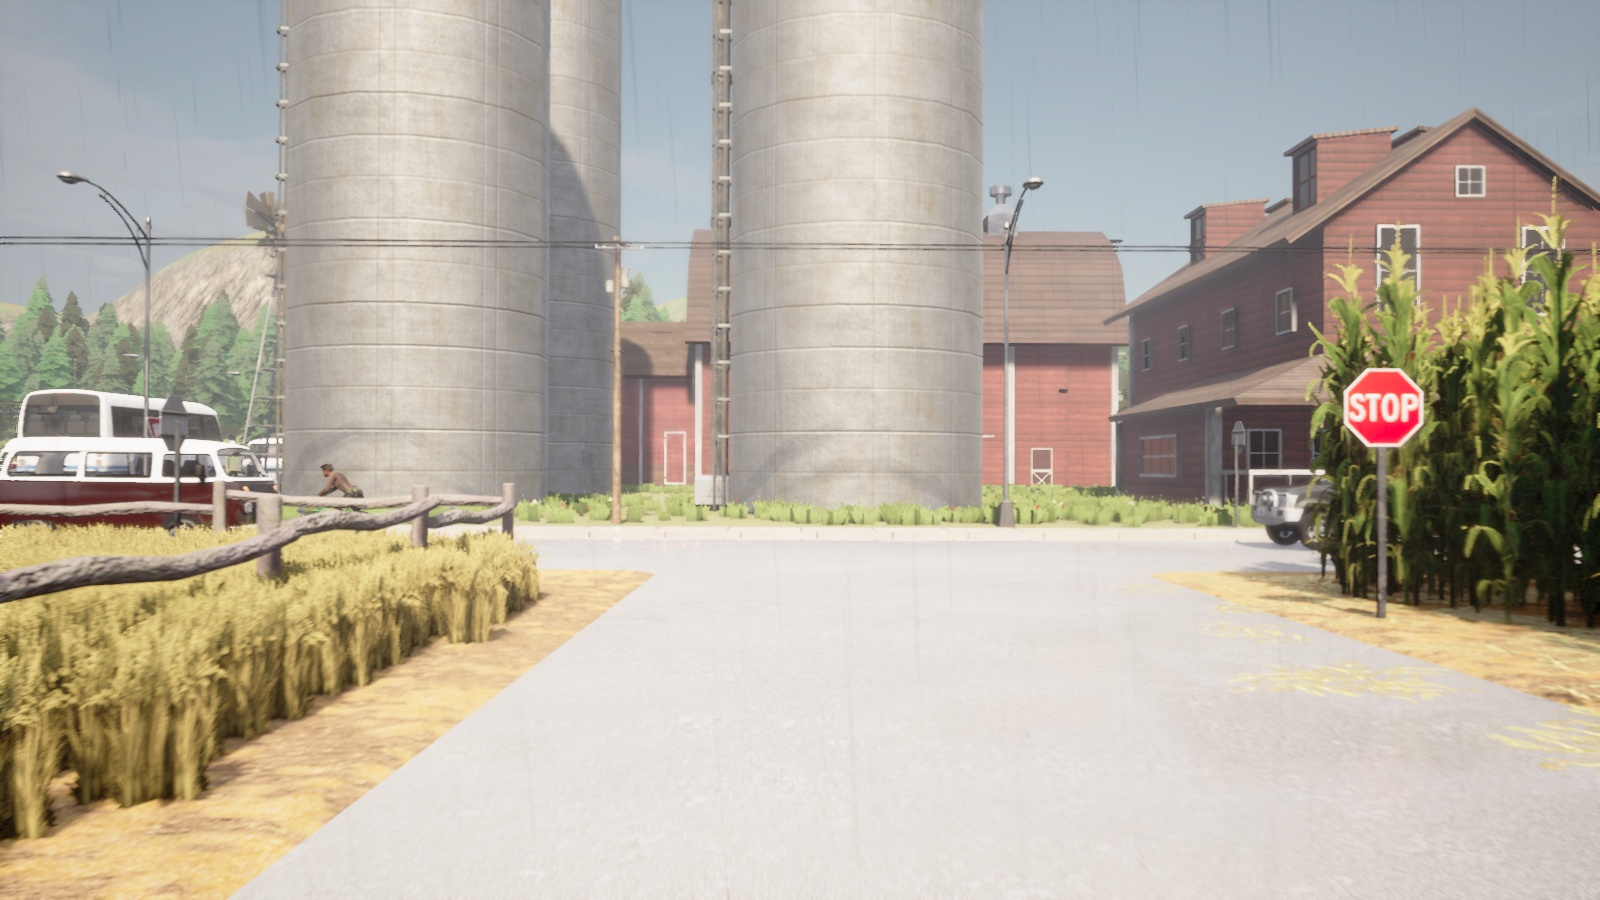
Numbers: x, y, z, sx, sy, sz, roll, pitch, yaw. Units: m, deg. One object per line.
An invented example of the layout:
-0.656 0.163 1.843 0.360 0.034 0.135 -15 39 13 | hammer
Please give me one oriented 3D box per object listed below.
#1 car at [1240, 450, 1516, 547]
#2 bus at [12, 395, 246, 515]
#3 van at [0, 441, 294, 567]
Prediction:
11.438 0.943 25.081 4.605 1.855 1.932 0 -1 0 | car
-26.204 0.247 49.941 3.944 4.253 10.273 0 -1 -1 | bus
-11.305 0.890 21.472 4.480 2.038 2.069 0 -1 0 | van
